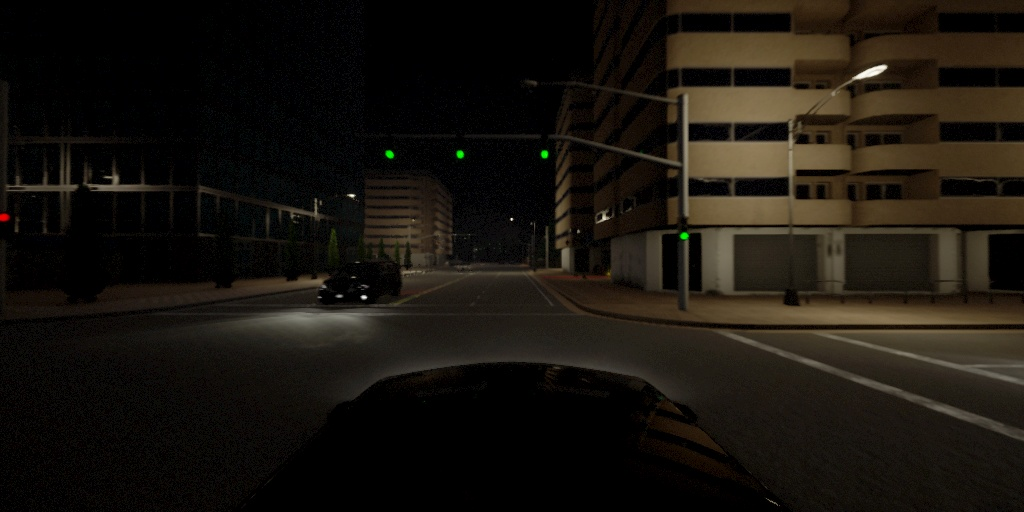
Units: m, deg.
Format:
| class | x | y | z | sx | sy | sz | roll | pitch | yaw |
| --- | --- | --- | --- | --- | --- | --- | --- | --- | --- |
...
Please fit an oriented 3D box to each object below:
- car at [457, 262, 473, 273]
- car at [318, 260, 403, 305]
| class | x | y | z | sx | sy | sz | roll | pitch | yaw |
| --- | --- | --- | --- | --- | --- | --- | --- | --- | --- |
| car | -6.987 | 1.662 | 53.721 | 1.812 | 1.442 | 4.674 | 0 | -1 | 0 |
| car | -6.994 | 1.232 | 17.284 | 2.150 | 2.045 | 5.566 | 0 | 1 | 0 |
